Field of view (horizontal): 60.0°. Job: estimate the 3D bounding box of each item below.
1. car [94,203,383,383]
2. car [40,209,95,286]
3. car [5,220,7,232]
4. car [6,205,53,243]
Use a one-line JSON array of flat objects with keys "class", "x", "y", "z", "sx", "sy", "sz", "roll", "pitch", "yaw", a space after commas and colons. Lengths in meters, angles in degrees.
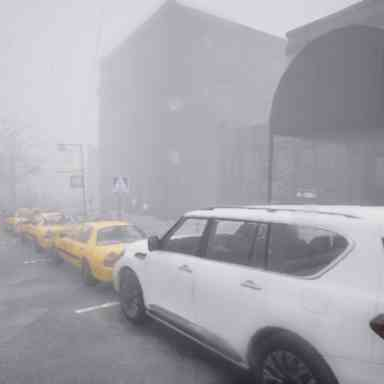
[{"class": "car", "x": 0.813, "y": 1.194, "z": 4.848, "sx": 2.435, "sy": 2.045, "sz": 5.566, "roll": -1, "pitch": 0, "yaw": -36}, {"class": "car", "x": -2.616, "y": 1.470, "z": 9.535, "sx": 1.946, "sy": 1.575, "sz": 5.366, "roll": -1, "pitch": 0, "yaw": -36}, {"class": "car", "x": -7.931, "y": 1.604, "z": 11.333, "sx": 2.033, "sy": 1.411, "sz": 5.357, "roll": -1, "pitch": 0, "yaw": -36}, {"class": "car", "x": -9.141, "y": 1.525, "z": 18.450, "sx": 1.946, "sy": 1.575, "sz": 5.366, "roll": -1, "pitch": 0, "yaw": -36}]
